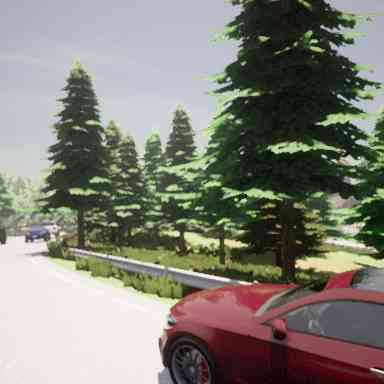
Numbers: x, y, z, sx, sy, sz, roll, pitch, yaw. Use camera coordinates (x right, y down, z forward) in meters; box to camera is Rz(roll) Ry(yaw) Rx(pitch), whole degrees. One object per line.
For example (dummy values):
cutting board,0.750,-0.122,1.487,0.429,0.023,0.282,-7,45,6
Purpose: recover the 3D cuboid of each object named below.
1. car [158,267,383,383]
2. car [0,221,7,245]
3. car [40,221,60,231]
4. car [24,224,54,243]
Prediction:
car,1.755,1.527,3.323,4.674,1.442,1.812,0,0,37
car,-16.700,3.384,27.042,2.150,2.045,5.566,-1,-5,-17
car,-17.905,4.725,41.684,2.150,2.045,5.566,-1,-5,-18
car,-14.747,4.046,31.903,1.812,1.442,4.674,-1,-5,-17
